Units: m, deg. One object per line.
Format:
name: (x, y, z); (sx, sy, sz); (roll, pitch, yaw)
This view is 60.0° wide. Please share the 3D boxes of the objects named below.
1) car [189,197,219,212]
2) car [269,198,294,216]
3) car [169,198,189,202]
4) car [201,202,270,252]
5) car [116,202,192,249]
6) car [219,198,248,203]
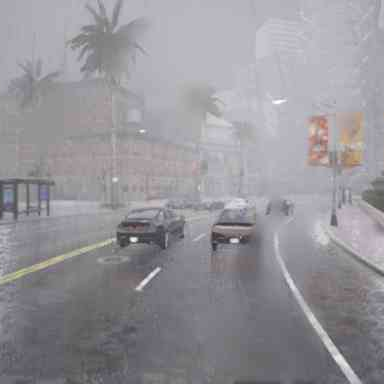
car: (1.801, 1.283, 33.975); (1.812, 1.442, 4.674); (0, 0, 25)
car: (8.031, 1.317, 30.174); (1.837, 1.490, 4.892); (0, 0, 25)
car: (-1.307, 1.296, 35.581); (1.994, 1.385, 4.181); (0, 0, 25)
car: (1.953, 1.400, 13.510); (2.128, 1.511, 4.902); (0, 0, 13)
car: (-1.520, 1.395, 14.005); (1.837, 1.490, 4.892); (0, 0, 12)
car: (4.349, 1.319, 30.528); (1.812, 1.442, 4.674); (0, 0, 24)
